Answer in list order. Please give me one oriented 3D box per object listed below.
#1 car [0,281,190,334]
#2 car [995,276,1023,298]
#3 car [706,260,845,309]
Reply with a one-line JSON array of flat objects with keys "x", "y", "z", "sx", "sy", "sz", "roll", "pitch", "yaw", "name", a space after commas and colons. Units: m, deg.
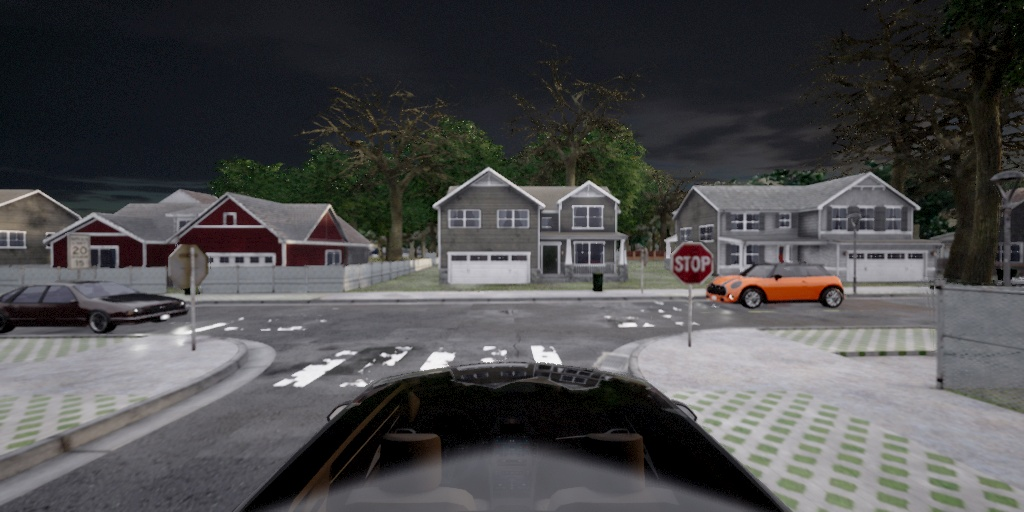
[{"x": -13.188, "y": 1.481, "z": 10.942, "sx": 5.357, "sy": 1.411, "sz": 2.033, "roll": 0, "pitch": 1, "yaw": 1, "name": "car"}, {"x": 22.985, "y": 1.119, "z": 14.425, "sx": 5.357, "sy": 1.411, "sz": 2.033, "roll": -1, "pitch": 1, "yaw": -1, "name": "car"}, {"x": 10.262, "y": 1.056, "z": 14.252, "sx": 4.553, "sy": 1.767, "sz": 2.097, "roll": -1, "pitch": 1, "yaw": -1, "name": "car"}]
